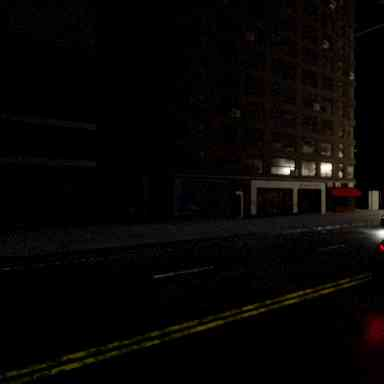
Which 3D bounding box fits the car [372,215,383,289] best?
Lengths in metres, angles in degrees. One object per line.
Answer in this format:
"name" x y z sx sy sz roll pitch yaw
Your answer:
"car" 6.371 1.384 7.984 4.553 1.767 2.097 0 0 -35
